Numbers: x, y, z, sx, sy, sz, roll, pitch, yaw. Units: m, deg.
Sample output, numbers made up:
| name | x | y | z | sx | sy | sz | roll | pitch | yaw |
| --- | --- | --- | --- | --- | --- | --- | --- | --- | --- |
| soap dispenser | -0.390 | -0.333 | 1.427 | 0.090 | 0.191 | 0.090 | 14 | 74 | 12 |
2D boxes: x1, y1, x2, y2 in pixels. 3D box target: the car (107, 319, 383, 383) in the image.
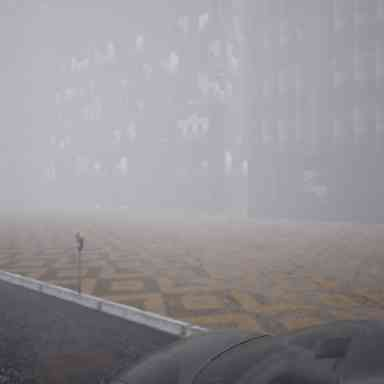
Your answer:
| name | x | y | z | sx | sy | sz | roll | pitch | yaw |
| --- | --- | --- | --- | --- | --- | --- | --- | --- | --- |
| car | 1.208 | 1.566 | 2.003 | 4.313 | 1.339 | 1.947 | 0 | 1 | 36 |
